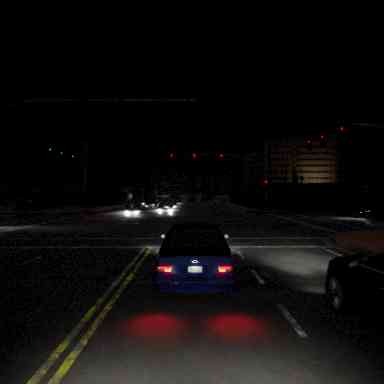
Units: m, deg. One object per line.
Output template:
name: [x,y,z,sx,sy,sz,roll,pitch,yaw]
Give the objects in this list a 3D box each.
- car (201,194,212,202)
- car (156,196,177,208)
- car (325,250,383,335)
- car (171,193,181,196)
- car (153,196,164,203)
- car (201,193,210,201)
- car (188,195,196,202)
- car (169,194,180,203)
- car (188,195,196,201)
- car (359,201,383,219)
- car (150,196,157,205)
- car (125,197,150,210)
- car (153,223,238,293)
car: [3.407,1.343,74.756,2.097,1.767,4.553,0,0,0]
car: [-3.649,1.600,47.643,1.895,1.301,4.718,0,0,0]
car: [3.557,1.491,4.721,2.128,1.511,4.902,0,0,0]
car: [-3.587,1.224,70.379,2.150,2.045,5.566,0,0,0]
car: [-7.087,1.594,70.166,1.895,1.301,4.718,0,0,0]
car: [3.395,1.226,84.712,2.097,1.767,4.553,0,0,0]
car: [-0.092,1.530,74.462,2.033,1.411,5.357,0,0,0]
car: [-3.651,1.490,58.066,2.128,1.511,4.902,0,0,0]
car: [-0.105,1.423,84.736,1.994,1.385,4.181,0,0,0]
car: [16.838,1.504,28.353,4.892,1.490,1.837,0,0,-2]
car: [-7.147,1.546,58.653,2.033,1.411,5.357,0,0,0]
car: [-7.194,1.491,42.628,2.128,1.511,4.902,0,0,2]
car: [0.072,1.547,8.962,2.033,1.411,5.357,0,0,0]
